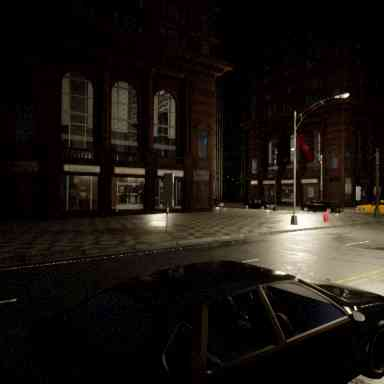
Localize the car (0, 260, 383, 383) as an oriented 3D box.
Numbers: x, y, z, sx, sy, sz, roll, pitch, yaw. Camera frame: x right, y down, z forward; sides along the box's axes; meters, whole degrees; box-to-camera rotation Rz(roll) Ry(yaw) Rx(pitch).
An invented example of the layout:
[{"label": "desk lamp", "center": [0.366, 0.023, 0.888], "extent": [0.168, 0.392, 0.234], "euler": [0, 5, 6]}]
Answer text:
[{"label": "car", "center": [0.423, 1.548, 3.744], "extent": [5.357, 1.411, 2.033], "euler": [0, 0, -36]}]

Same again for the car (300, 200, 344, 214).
[{"label": "car", "center": [14.594, 1.679, 37.507], "extent": [1.837, 1.490, 4.892], "euler": [1, -1, -35]}]

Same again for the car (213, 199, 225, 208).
[{"label": "car", "center": [3.349, 1.789, 53.358], "extent": [1.812, 1.442, 4.674], "euler": [1, -1, -35]}]

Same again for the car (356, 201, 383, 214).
[{"label": "car", "center": [20.095, 1.667, 35.314], "extent": [1.882, 1.535, 5.008], "euler": [1, -1, -36]}]

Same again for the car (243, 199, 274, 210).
[{"label": "car", "center": [9.105, 1.722, 45.245], "extent": [1.837, 1.490, 4.892], "euler": [1, -1, -35]}]
